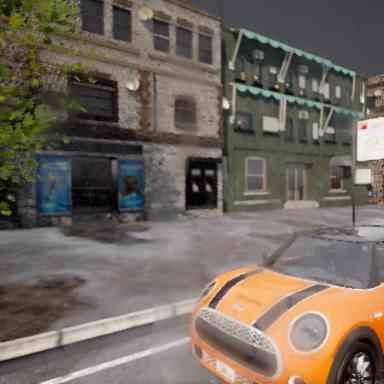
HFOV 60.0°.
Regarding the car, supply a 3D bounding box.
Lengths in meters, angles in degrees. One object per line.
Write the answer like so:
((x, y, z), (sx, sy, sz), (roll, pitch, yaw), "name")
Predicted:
((2.191, 1.352, 4.940), (4.553, 1.767, 2.097), (0, 0, -35), "car")
